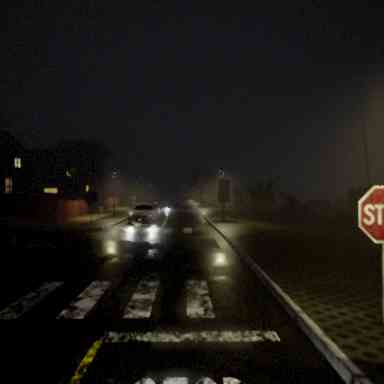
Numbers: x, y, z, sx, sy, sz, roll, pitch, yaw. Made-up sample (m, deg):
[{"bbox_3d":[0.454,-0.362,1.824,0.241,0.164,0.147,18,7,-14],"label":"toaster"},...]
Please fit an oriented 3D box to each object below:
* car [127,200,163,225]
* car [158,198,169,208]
[{"bbox_3d":[-3.435,1.552,24.270,1.812,1.442,4.674,0,0,0],"label":"car"},{"bbox_3d":[-4.318,1.600,49.025,1.895,1.301,4.718,0,0,-2],"label":"car"}]
